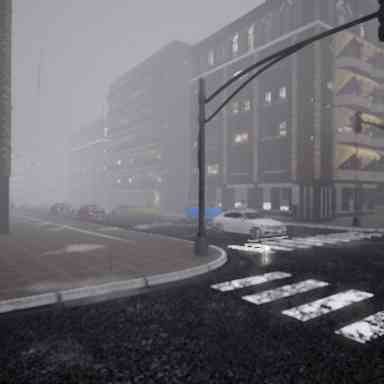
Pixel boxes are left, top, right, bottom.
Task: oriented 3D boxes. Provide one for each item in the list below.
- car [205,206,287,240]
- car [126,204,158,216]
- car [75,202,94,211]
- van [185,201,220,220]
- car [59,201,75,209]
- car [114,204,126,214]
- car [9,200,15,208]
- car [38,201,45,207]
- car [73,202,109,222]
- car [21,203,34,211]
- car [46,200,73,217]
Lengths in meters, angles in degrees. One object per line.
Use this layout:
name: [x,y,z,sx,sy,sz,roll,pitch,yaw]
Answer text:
car: [3.039,1.729,18.568,1.812,1.442,4.674,0,-1,-36]
car: [-5.886,2.124,40.610,1.752,1.417,4.829,-1,0,-36]
car: [-19.077,2.498,58.922,1.752,1.417,4.829,-1,0,-36]
van: [0.943,1.753,31.417,1.690,1.788,3.998,-1,0,-36]
car: [-25.575,2.597,67.940,1.967,1.590,4.097,-1,0,-36]
car: [-9.084,2.255,45.050,1.947,1.339,4.313,-1,0,-36]
car: [-42.217,2.720,76.815,2.192,1.841,5.009,-1,0,-36]
car: [-38.763,3.099,86.250,1.947,1.339,4.313,-1,0,-36]
car: [-9.237,1.909,31.035,1.967,1.590,4.097,-1,0,-36]
car: [-28.922,2.552,58.364,1.752,1.417,4.829,-1,0,-36]
car: [-15.832,2.095,40.191,1.967,1.590,4.097,-1,0,-36]
